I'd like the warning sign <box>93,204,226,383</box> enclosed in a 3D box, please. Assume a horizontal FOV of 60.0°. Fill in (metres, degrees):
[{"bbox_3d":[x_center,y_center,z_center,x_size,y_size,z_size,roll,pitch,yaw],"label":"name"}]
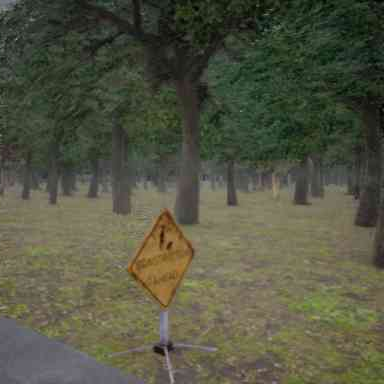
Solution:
[{"bbox_3d":[-0.364,1.119,4.181,1.060,1.860,1.300,-1,0,36],"label":"warning sign"}]
